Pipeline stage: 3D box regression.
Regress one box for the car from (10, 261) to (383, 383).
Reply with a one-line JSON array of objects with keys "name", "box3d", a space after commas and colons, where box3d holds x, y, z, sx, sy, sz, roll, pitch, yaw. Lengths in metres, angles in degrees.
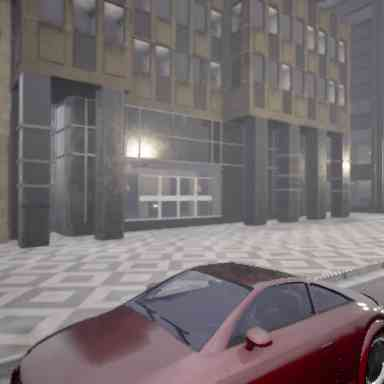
[{"name": "car", "box3d": [0.365, 1.548, 3.610, 4.181, 1.385, 1.994, 0, 0, -35]}]
